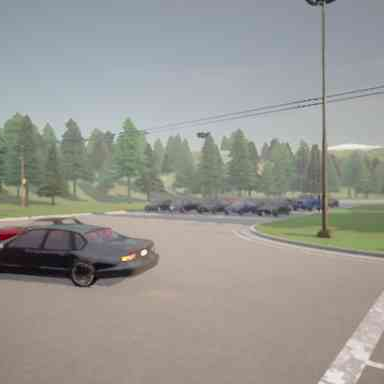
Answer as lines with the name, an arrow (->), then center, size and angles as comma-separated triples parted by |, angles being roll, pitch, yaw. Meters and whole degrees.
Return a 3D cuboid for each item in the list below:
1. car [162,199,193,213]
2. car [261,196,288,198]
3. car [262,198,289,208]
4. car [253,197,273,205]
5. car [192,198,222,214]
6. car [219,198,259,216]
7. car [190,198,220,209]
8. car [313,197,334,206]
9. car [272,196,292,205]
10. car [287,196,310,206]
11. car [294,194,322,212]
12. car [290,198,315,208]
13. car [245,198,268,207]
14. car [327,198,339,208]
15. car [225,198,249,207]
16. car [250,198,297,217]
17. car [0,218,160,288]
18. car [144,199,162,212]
car -> -0.748, 1.584, 38.020 | 2.128, 1.511, 4.902 | 0, 0, 36
car -> 10.674, 1.594, 41.809 | 2.033, 1.411, 5.357 | 0, 0, 36
car -> 12.757, 1.604, 50.568 | 2.033, 1.411, 5.357 | 0, 0, 36
car -> 13.571, 1.684, 63.280 | 1.895, 1.301, 4.718 | 0, 0, 37
car -> 2.314, 1.638, 36.278 | 1.994, 1.385, 4.181 | 0, 0, 36
car -> 5.040, 1.581, 34.055 | 1.812, 1.442, 4.674 | 0, 0, 37
car -> 1.878, 1.607, 47.546 | 1.837, 1.490, 4.892 | 0, 0, 36
car -> 23.070, 1.626, 58.144 | 1.895, 1.301, 4.718 | 0, 0, 42
car -> 16.622, 1.542, 61.476 | 1.882, 1.535, 5.008 | 0, 0, 37
car -> 18.796, 1.538, 58.543 | 2.128, 1.511, 4.902 | 0, 0, 39
car -> 14.012, 1.248, 40.450 | 2.150, 2.045, 5.566 | 0, 0, 36
car -> 16.682, 1.584, 50.038 | 2.033, 1.411, 5.357 | 0, 0, 36
car -> 10.418, 1.639, 53.272 | 1.994, 1.385, 4.181 | 0, 0, 37
car -> 20.129, 1.564, 48.753 | 2.033, 1.411, 5.357 | 0, 0, 37
car -> 7.590, 1.694, 55.303 | 1.895, 1.301, 4.718 | 0, 0, 37
car -> 8.015, 1.584, 32.218 | 2.033, 1.411, 5.357 | 0, 0, 36
car -> -3.623, 1.586, 9.067 | 5.357, 1.411, 2.033 | 0, 0, 16
car -> -3.653, 1.616, 39.975 | 1.837, 1.490, 4.892 | 0, 0, 36
